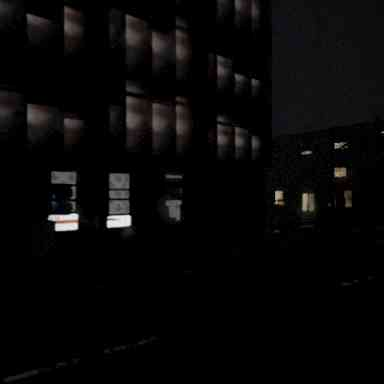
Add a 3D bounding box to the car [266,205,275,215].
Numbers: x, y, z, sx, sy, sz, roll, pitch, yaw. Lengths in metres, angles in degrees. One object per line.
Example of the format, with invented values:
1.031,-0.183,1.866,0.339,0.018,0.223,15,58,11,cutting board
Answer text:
7.986,2.126,40.065,2.008,1.369,4.403,-1,0,-37,car
